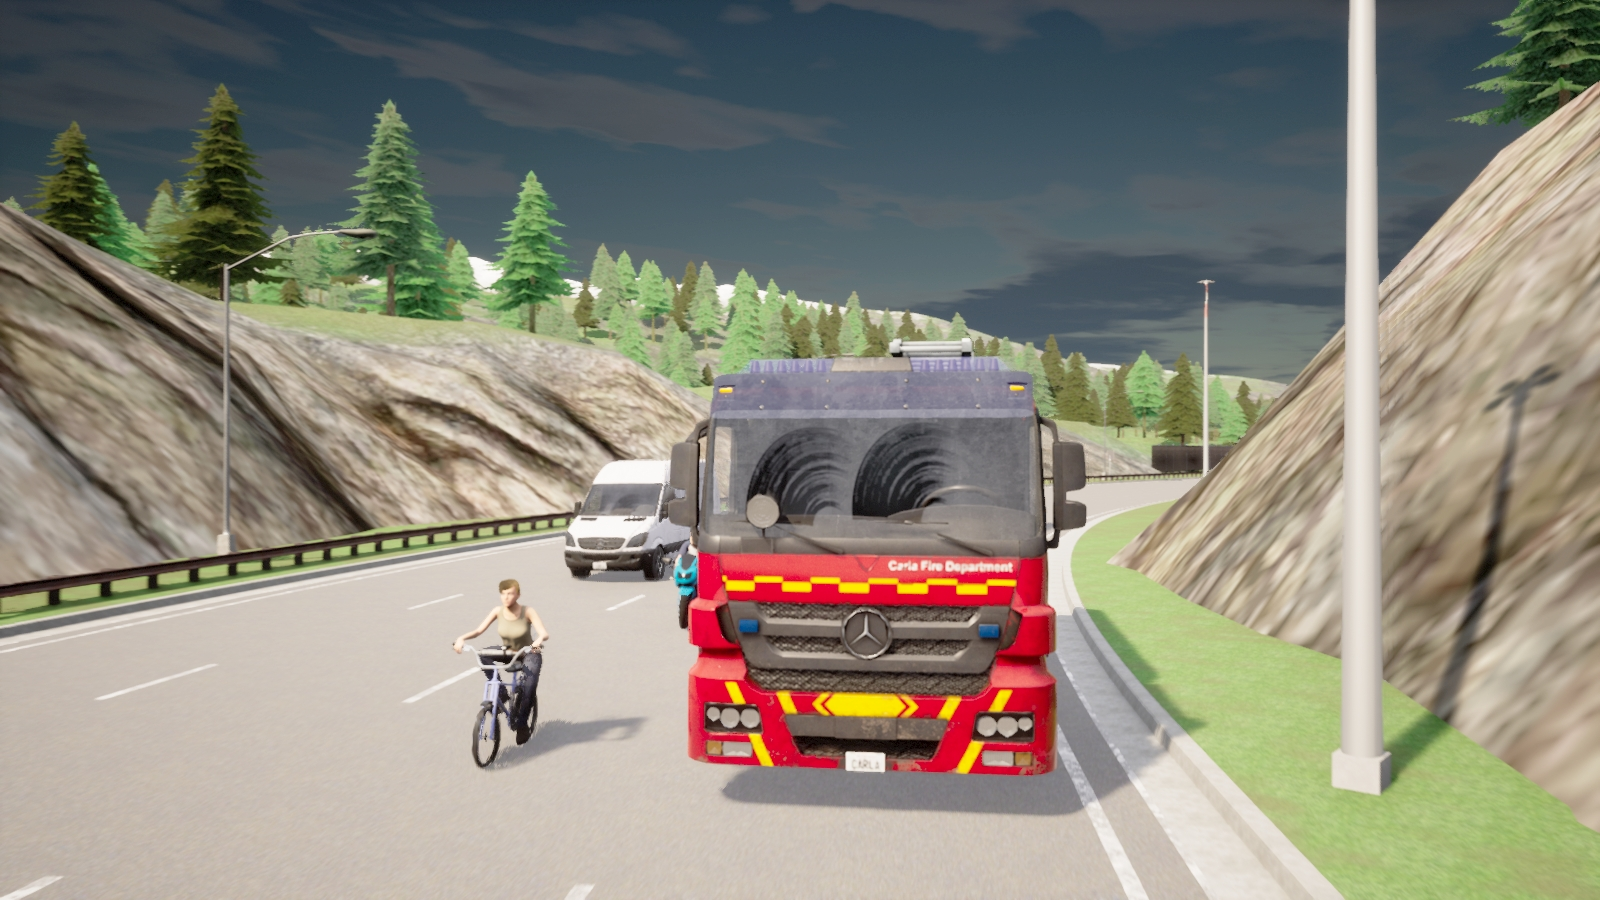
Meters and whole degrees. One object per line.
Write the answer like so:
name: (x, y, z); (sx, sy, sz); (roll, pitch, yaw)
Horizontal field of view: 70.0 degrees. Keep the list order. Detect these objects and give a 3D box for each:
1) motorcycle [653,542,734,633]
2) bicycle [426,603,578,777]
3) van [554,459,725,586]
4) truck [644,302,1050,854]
motorcycle: (-1.687, 2.178, 18.452); (0.803, 1.199, 2.033); (0, 0, 9)
bicycle: (-2.701, 2.152, 10.534); (0.859, 1.277, 1.487); (0, 0, 7)
van: (-3.542, 1.522, 26.575); (1.988, 2.561, 5.915); (0, 0, 12)
truck: (0.877, 0.885, 12.313); (2.891, 3.827, 8.468); (0, 0, 8)
